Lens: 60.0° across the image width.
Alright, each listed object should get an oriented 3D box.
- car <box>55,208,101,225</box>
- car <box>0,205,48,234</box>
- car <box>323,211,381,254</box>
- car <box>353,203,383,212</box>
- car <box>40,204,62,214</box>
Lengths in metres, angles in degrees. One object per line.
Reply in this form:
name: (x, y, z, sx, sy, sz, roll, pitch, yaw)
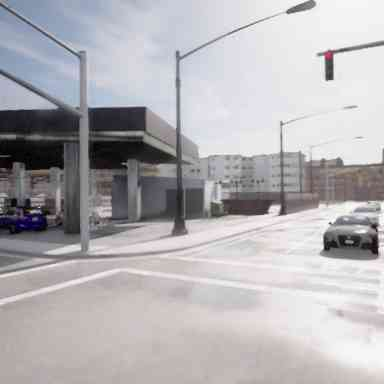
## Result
car: (-9.498, 2.028, 27.605, 3.806, 1.475, 1.970, -1, -1, 31)
car: (-11.796, 1.813, 22.287, 4.611, 1.667, 2.242, -1, -1, 31)
car: (6.918, 1.709, 14.303, 1.994, 1.385, 4.181, -1, -1, 29)
car: (12.569, 1.753, 24.135, 1.812, 1.442, 4.674, -1, -1, 30)
car: (-23.034, 2.683, 54.467, 1.837, 1.490, 4.892, -1, -1, -4)
